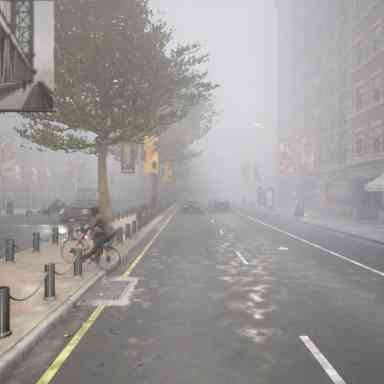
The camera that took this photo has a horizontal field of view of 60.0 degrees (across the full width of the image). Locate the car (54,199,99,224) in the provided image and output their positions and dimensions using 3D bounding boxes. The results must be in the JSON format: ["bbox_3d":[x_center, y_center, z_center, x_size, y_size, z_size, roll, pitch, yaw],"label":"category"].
[{"bbox_3d":[-8.222,1.352,24.967,2.097,1.767,4.553,0,0,0],"label":"car"}]

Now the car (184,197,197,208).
[{"bbox_3d":[-0.188,1.526,48.070,1.812,1.442,4.674,0,0,1],"label":"car"}]

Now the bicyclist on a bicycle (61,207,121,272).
[{"bbox_3d":[-2.610,1.247,8.921,1.656,1.620,0.582,13,1,0],"label":"bicyclist on a bicycle"}]

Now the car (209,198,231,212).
[{"bbox_3d":[3.315,1.478,38.376,1.882,1.535,5.008,0,0,0],"label":"car"}]

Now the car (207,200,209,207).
[{"bbox_3d":[3.259,1.564,47.363,1.994,1.385,4.181,0,0,0],"label":"car"}]

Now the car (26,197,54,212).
[{"bbox_3d":[-11.649,1.178,26.908,1.812,1.442,4.674,0,0,0],"label":"car"}]

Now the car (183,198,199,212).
[{"bbox_3d":[-0.121,1.601,38.966,1.895,1.301,4.718,0,0,0],"label":"car"}]
